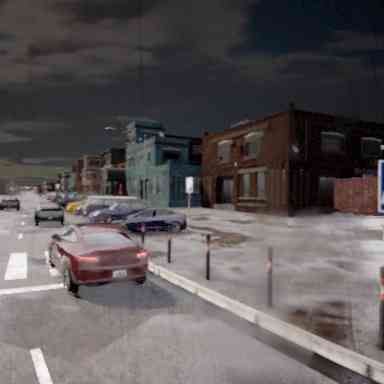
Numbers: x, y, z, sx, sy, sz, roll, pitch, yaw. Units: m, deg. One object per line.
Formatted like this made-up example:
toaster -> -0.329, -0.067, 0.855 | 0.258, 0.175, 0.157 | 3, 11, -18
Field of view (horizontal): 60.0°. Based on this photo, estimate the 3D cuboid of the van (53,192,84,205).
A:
van -> -19.756, 1.097, 53.349 | 4.442, 1.987, 1.878 | 1, 0, -26

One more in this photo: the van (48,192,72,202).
van -> -27.083, 1.016, 68.325 | 4.442, 1.987, 1.878 | 1, 0, -26

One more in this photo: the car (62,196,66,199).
car -> -11.102, 1.471, 35.926 | 4.892, 1.521, 2.231 | 1, 0, -26

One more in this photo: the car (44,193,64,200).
car -> -35.558, 1.074, 85.837 | 4.553, 1.767, 2.185 | 1, -1, -26

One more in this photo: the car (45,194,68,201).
car -> -31.873, 1.213, 78.357 | 4.892, 1.521, 2.231 | 1, 0, -26

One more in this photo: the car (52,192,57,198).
car -> -14.846, 1.151, 43.513 | 5.566, 2.045, 2.435 | 1, 0, -26

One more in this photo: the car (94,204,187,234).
car -> -2.637, 1.610, 18.540 | 4.792, 1.488, 2.163 | 1, 0, -26

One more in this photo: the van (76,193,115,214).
van -> -6.377, 1.327, 25.997 | 4.442, 1.987, 1.878 | 1, 0, -26

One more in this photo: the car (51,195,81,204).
car -> -22.156, 1.333, 58.502 | 4.674, 1.452, 2.002 | 1, 0, -26

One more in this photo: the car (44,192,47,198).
car -> -25.782, 1.002, 65.870 | 5.566, 2.045, 2.435 | 1, 0, -26

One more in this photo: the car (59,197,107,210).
car -> -13.384, 1.425, 40.998 | 5.366, 1.575, 1.946 | 1, 0, -26

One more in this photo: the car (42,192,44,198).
car -> -28.370, 1.228, 70.790 | 5.366, 1.575, 1.946 | 1, 0, -26

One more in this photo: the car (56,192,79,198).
car -> -12.297, 1.197, 38.432 | 5.566, 2.045, 2.435 | 1, 0, -26

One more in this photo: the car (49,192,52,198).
car -> -18.404, 1.093, 50.915 | 5.566, 2.045, 2.435 | 1, 0, -26

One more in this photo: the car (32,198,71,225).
car -> -10.229, 1.475, 23.684 | 2.128, 1.511, 4.902 | 1, 0, -26

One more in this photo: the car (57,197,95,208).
car -> -16.024, 1.421, 45.966 | 4.674, 1.452, 2.002 | 1, 0, -26

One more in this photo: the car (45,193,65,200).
car -> -34.336, 1.078, 83.340 | 4.553, 1.767, 2.185 | 1, -1, -26

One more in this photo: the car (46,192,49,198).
car -> -24.546, 1.268, 63.380 | 4.892, 1.521, 2.231 | 1, 0, -26

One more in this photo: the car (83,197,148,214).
car -> -4.968, 1.443, 23.449 | 4.553, 1.767, 2.185 | 1, 0, -26

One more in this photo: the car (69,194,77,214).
car -> -8.635, 1.391, 30.945 | 4.553, 1.767, 2.185 | 1, 0, -26

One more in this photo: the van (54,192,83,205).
van -> -20.767, 1.086, 55.946 | 4.442, 1.987, 1.878 | 1, 0, -26

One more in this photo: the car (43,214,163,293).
car -> -2.692, 1.558, 9.044 | 1.812, 1.442, 4.674 | 1, 0, -30

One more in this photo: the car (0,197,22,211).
car -> -20.521, 1.279, 37.684 | 2.128, 1.511, 4.902 | 1, 0, -26

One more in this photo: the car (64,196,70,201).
car -> -9.947, 1.492, 33.537 | 5.008, 1.535, 2.097 | 1, 0, -26
